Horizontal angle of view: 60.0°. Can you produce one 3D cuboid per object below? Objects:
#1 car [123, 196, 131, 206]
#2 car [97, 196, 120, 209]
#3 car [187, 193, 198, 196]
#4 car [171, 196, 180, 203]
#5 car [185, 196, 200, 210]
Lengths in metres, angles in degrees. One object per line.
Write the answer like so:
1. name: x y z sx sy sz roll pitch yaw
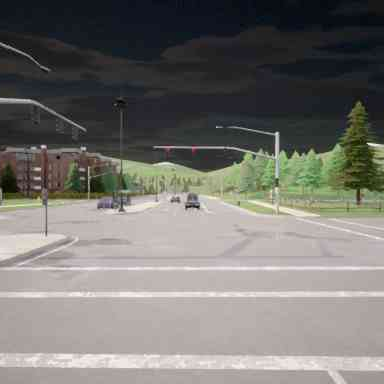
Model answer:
1. car: -11.466 1.505 55.931 1.837 1.490 4.892 0 0 1
2. car: -11.490 1.352 45.646 2.097 1.767 4.553 0 0 1
3. car: 0.097 1.221 68.969 2.150 2.045 5.566 0 0 0
4. car: -3.403 1.491 68.942 2.128 1.511 4.902 0 0 0
5. car: 0.061 1.601 43.533 1.895 1.301 4.718 0 0 0
